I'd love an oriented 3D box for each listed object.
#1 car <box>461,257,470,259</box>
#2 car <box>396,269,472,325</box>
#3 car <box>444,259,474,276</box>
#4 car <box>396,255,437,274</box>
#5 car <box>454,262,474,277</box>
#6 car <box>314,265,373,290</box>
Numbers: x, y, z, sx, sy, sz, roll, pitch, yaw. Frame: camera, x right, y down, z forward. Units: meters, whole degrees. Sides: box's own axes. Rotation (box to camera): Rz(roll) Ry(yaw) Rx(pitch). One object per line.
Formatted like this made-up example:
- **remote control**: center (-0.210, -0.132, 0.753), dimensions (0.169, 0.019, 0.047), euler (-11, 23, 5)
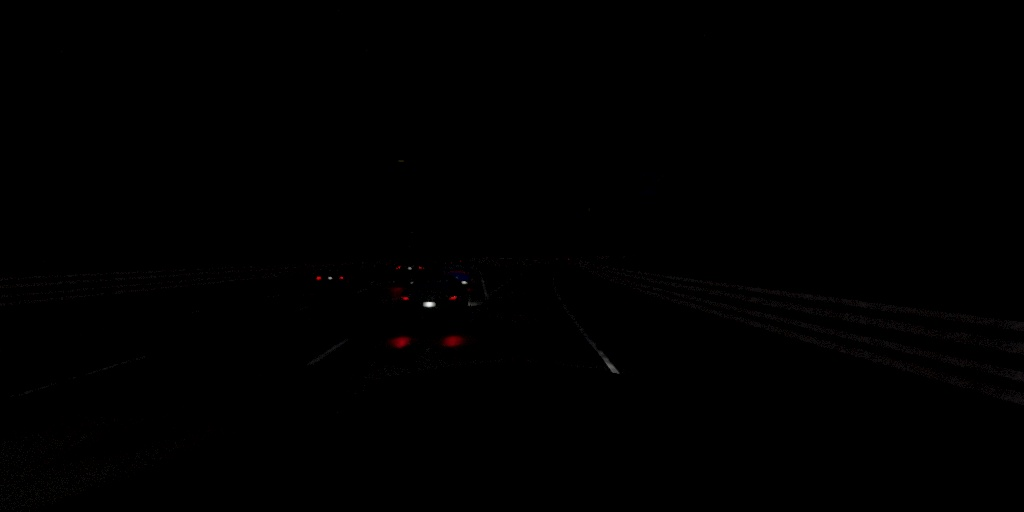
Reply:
- **car**: center (-7.234, 1.298, 56.503), dimensions (1.837, 1.490, 4.892), euler (0, 0, -7)
- **car**: center (-2.472, 1.305, 11.883), dimensions (1.994, 1.385, 4.181), euler (0, 0, -5)
- **car**: center (-3.729, 1.208, 25.019), dimensions (1.882, 1.535, 5.008), euler (0, 0, -5)
- **car**: center (-7.371, 0.955, 27.524), dimensions (2.150, 2.045, 5.566), euler (0, 0, -6)
- **car**: center (-4.906, 1.340, 36.809), dimensions (1.895, 1.301, 4.718), euler (0, 0, -6)
- **car**: center (-10.392, 1.287, 22.475), dimensions (2.033, 1.411, 5.357), euler (0, 0, -5)
